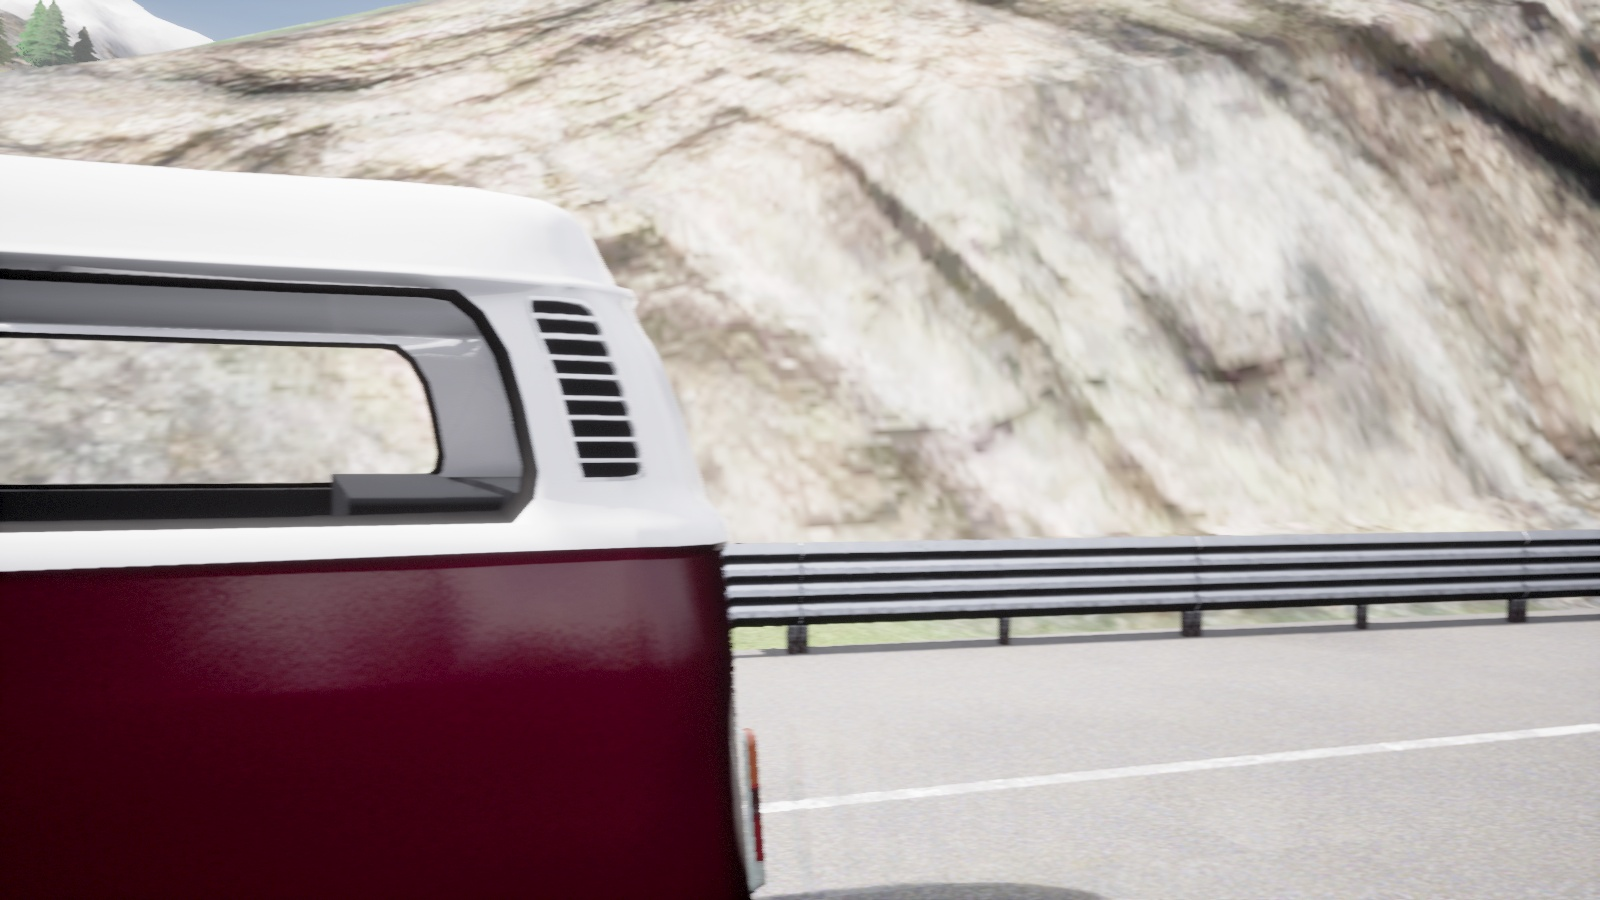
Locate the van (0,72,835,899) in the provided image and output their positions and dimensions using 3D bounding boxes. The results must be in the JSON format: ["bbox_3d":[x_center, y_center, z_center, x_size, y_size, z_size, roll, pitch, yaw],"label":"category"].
[{"bbox_3d":[-2.406,0.508,2.334,4.480,2.038,2.069,-1,1,-22],"label":"van"}]
